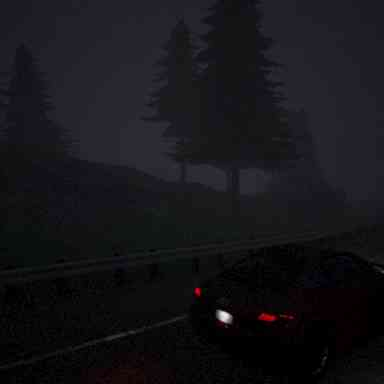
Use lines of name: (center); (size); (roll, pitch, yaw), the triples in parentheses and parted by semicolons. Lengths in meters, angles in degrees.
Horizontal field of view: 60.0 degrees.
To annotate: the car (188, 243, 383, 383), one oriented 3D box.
car: (1.991, 1.568, 5.501); (4.181, 1.385, 1.994); (0, 0, -38)
